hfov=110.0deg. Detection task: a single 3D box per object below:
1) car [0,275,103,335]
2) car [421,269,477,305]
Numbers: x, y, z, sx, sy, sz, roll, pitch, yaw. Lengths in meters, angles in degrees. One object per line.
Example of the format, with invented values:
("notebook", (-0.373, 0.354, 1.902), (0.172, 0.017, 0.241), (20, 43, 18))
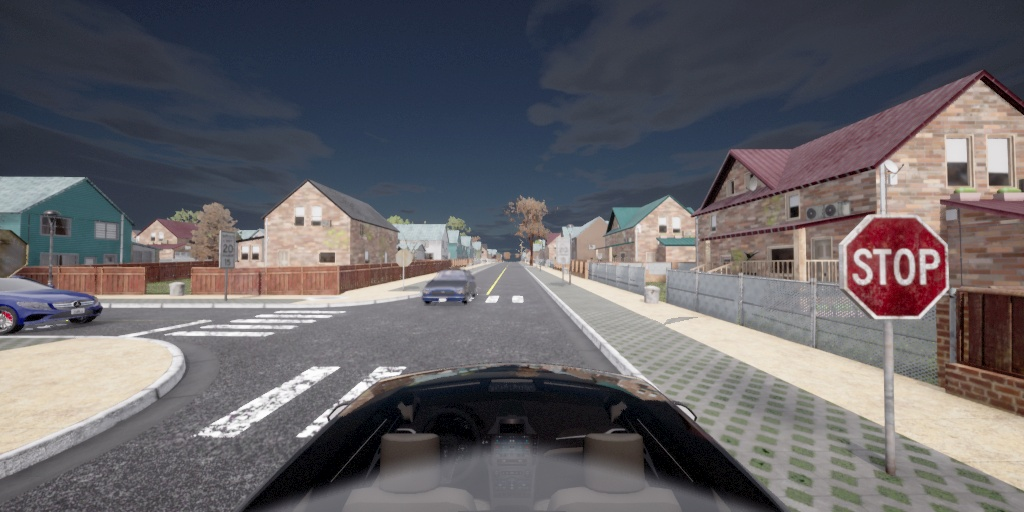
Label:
("car", (-13.925, 1.204, 9.506), (4.674, 1.442, 1.812), (0, -1, -2))
("car", (-2.674, 1.314, 16.508), (2.033, 1.411, 5.357), (0, 0, 0))
